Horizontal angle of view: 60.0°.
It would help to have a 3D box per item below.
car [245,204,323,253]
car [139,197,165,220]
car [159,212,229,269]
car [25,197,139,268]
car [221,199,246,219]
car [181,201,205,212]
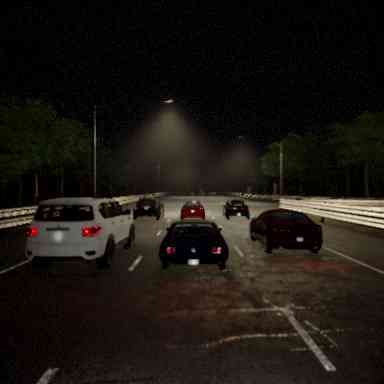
[{"bbox_3d":[3.577,1.431,13.464,1.882,1.535,5.008,0,0,0],"label":"car"},{"bbox_3d":[-3.427,1.232,27.149,2.097,1.767,4.553,0,0,0],"label":"car"},{"bbox_3d":[0.064,1.562,11.016,1.895,1.301,4.718,0,0,0],"label":"car"},{"bbox_3d":[-3.435,1.183,11.287,2.150,2.045,5.566,0,0,0],"label":"car"},{"bbox_3d":[3.577,1.385,27.525,1.837,1.490,4.892,0,1,0],"label":"car"},{"bbox_3d":[0.079,1.439,27.926,1.994,1.385,4.181,0,0,0],"label":"car"}]
